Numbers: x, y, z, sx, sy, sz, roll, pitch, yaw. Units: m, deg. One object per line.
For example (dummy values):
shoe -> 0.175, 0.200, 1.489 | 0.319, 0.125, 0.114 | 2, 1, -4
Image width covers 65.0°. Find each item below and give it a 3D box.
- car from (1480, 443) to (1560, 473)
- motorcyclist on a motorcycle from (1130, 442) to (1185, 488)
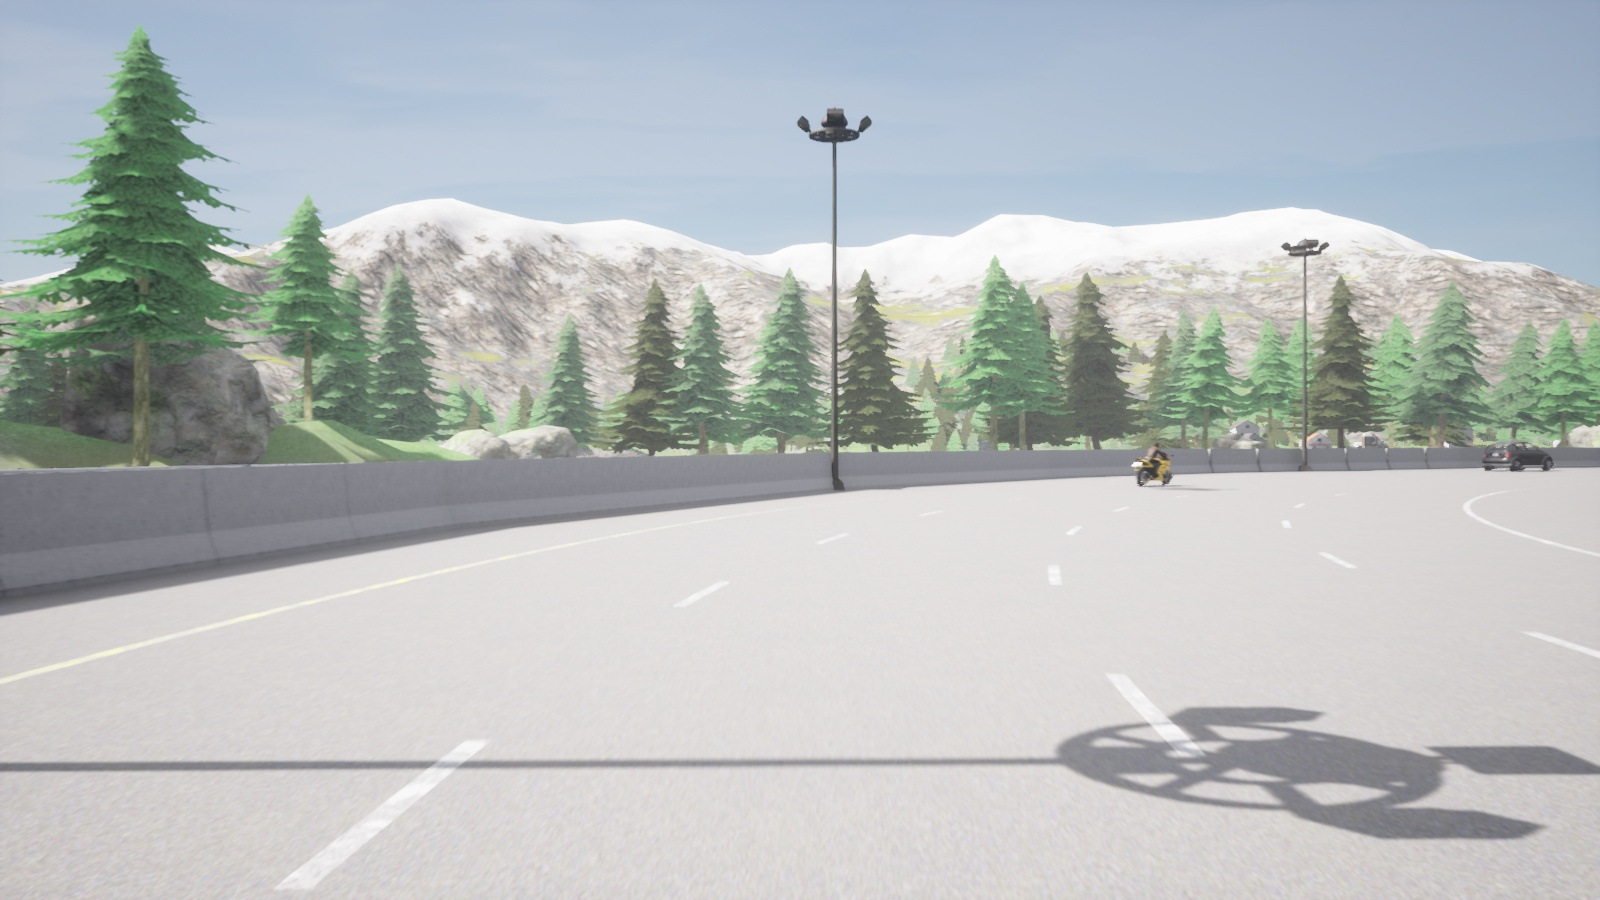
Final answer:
car -> 37.426, 0.400, 65.245 | 3.705, 1.549, 1.789 | 0, 0, -25
motorcyclist on a motorcycle -> 12.226, 0.502, 42.921 | 2.044, 1.523, 0.797 | 0, 1, -40
